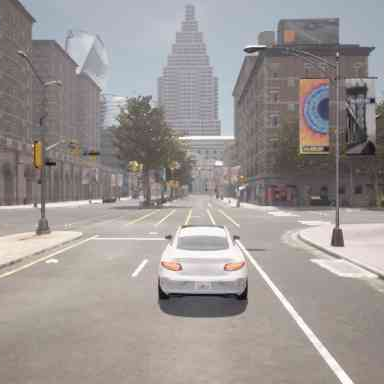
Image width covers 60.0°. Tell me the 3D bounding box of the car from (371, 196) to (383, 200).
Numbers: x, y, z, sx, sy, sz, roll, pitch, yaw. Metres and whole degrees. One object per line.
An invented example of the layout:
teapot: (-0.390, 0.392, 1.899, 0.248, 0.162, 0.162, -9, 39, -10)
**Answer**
car: (35.971, 1.481, 67.558, 2.231, 1.521, 4.892, 0, 0, 1)

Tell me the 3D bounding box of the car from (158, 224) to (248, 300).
car: (0.261, 1.526, 8.285, 1.812, 1.442, 4.674, 0, 0, 2)

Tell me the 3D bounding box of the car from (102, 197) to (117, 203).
car: (-16.742, 1.595, 67.350, 1.895, 1.301, 4.718, 0, 0, 1)
